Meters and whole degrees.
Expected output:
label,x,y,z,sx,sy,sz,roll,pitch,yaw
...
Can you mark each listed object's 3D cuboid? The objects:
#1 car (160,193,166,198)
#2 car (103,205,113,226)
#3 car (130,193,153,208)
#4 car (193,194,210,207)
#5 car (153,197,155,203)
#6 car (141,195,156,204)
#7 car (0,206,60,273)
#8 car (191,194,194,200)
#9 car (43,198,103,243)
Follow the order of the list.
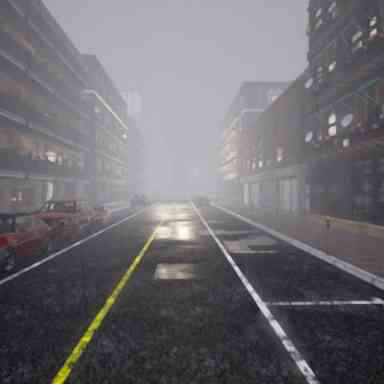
label,x,y,z,sx,sy,sz,roll,pitch,yaw
car,-8.269,1.073,94.800,2.008,1.369,4.403,0,0,-2
car,-6.254,1.495,21.558,1.802,1.307,4.206,0,0,-2
car,-6.874,1.110,44.093,2.192,1.841,5.009,0,0,-2
car,1.498,1.282,44.491,1.752,1.417,4.829,0,0,-2
car,-7.030,1.205,49.727,1.967,1.590,4.097,0,0,-2
car,-7.184,1.280,55.363,1.887,1.381,4.507,0,0,-2
car,-5.944,1.411,10.289,1.967,1.590,4.097,0,0,-2
car,1.193,1.242,55.589,1.887,1.381,4.507,0,0,-2
car,-6.099,1.257,15.923,2.192,1.841,5.009,0,0,-2
